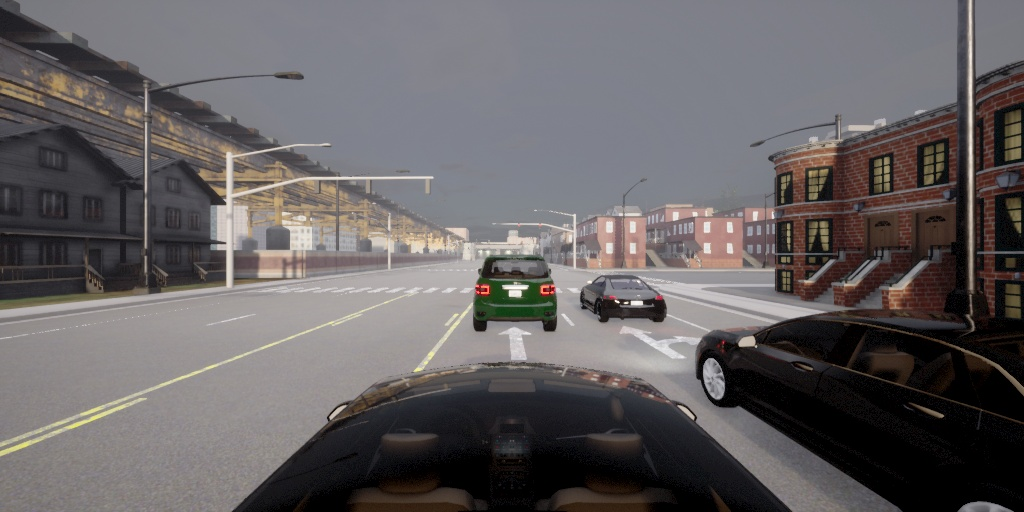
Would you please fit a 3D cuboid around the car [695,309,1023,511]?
[{"bbox_3d":[3.599,1.255,3.323,1.837,1.490,4.892,0,0,0],"label":"car"}]

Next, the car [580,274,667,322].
[{"bbox_3d":[3.586,1.314,12.235,1.994,1.385,4.181,0,0,1],"label":"car"}]

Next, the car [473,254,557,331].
[{"bbox_3d":[0.086,0.971,11.066,2.150,2.045,5.566,0,0,0],"label":"car"}]
